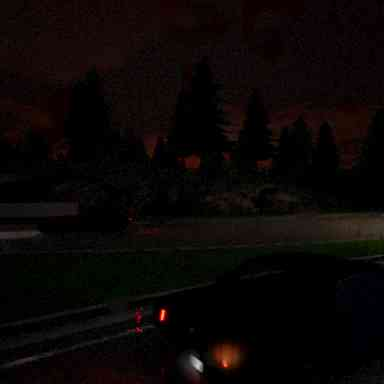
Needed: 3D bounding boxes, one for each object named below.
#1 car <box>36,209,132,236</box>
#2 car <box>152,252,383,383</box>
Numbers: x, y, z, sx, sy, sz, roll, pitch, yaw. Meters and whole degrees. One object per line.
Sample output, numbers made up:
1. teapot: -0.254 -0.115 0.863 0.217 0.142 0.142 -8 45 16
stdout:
1. car: -5.686 1.580 17.890 4.718 1.301 1.895 0 0 -7
2. car: 1.927 1.584 4.853 4.718 1.301 1.895 0 0 -32
